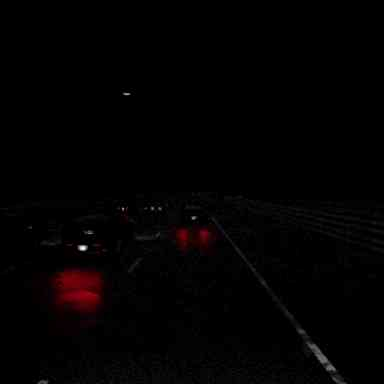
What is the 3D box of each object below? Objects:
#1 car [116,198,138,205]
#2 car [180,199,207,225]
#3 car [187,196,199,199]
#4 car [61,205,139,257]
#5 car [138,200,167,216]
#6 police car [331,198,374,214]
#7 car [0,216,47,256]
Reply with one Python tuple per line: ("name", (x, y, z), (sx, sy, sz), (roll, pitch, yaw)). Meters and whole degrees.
("car", (-6.891, 1.439, 35.665), (1.837, 1.490, 4.892), (0, 0, 0))
("car", (0.107, 1.479, 23.501), (1.812, 1.442, 4.674), (0, 0, 0))
("car", (0.111, 1.275, 41.130), (2.097, 1.767, 4.553), (0, 0, 0))
("car", (-3.396, 1.477, 12.764), (1.837, 1.490, 4.892), (0, 0, 0))
("car", (-3.395, 1.488, 31.225), (2.033, 1.411, 5.357), (0, 0, 0))
("police car", (17.142, 1.487, 36.023), (1.930, 1.638, 5.238), (0, 0, -17))
("car", (-6.891, 1.504, 11.210), (2.033, 1.411, 5.357), (1, 0, 0))
